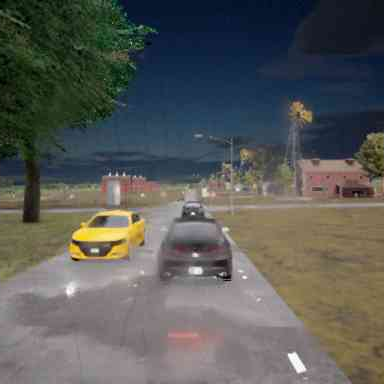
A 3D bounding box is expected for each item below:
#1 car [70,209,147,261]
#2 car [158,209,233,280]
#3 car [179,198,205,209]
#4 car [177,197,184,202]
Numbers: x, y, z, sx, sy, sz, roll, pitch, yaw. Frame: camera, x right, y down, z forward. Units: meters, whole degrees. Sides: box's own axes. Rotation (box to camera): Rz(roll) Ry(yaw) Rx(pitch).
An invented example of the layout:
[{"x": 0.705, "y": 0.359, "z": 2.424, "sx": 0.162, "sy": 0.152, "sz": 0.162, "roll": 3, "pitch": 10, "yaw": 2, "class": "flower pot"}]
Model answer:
[{"x": -2.855, "y": 1.448, "z": 12.276, "sx": 1.882, "sy": 1.535, "sz": 5.008, "roll": 0, "pitch": 0, "yaw": 0, "class": "car"}, {"x": 0.083, "y": 1.482, "z": 9.840, "sx": 1.837, "sy": 1.490, "sz": 4.892, "roll": 0, "pitch": 1, "yaw": 0, "class": "car"}, {"x": 0.079, "y": 1.490, "z": 27.557, "sx": 1.812, "sy": 1.442, "sz": 4.674, "roll": 0, "pitch": 0, "yaw": 0, "class": "car"}, {"x": -2.791, "y": 1.846, "z": 85.598, "sx": 1.895, "sy": 1.301, "sz": 4.718, "roll": 0, "pitch": -1, "yaw": 0, "class": "car"}]
